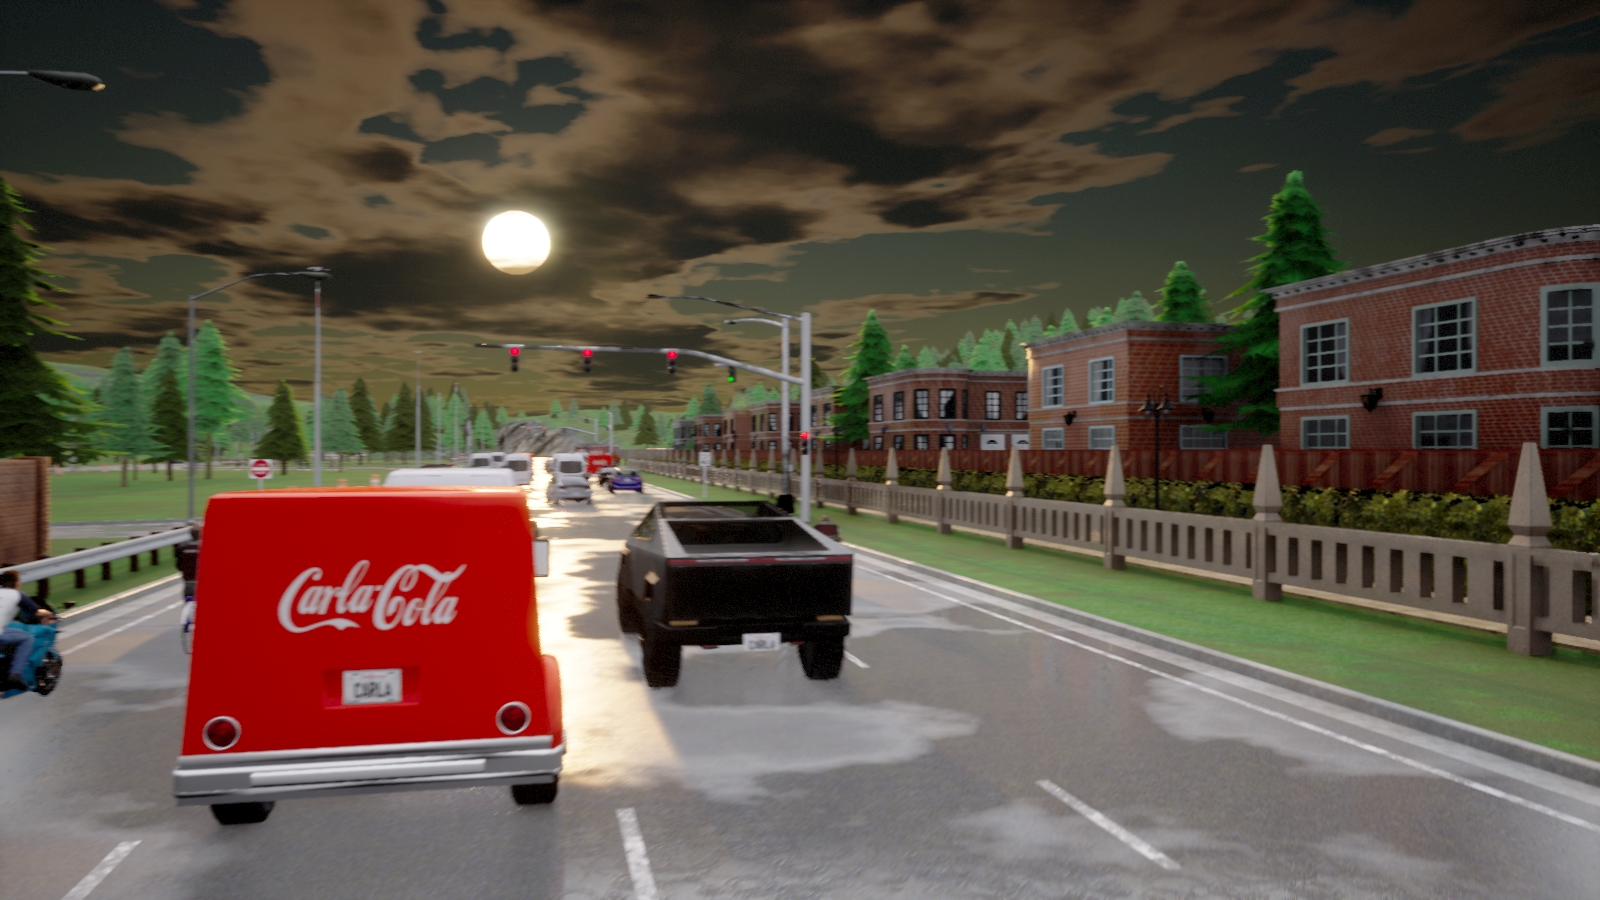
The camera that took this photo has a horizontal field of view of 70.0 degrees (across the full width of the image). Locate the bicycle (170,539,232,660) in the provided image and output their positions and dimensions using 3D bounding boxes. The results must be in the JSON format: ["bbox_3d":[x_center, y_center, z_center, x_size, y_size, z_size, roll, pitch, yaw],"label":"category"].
[{"bbox_3d":[-8.450,2.067,16.161,0.329,1.471,1.835,0,0,-13],"label":"bicycle"}]

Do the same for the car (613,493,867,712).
[{"bbox_3d":[-1.125,1.764,15.585,2.390,2.098,6.274,0,0,-13],"label":"car"}]

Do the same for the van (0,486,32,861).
[{"bbox_3d":[-5.893,1.535,5.215,1.988,2.561,5.915,0,0,-13],"label":"van"}]

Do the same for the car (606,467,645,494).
[{"bbox_3d":[-11.611,2.012,75.819,2.242,1.667,4.611,0,0,-13],"label":"car"}]

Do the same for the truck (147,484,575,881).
[{"bbox_3d":[-3.417,1.548,10.025,2.627,2.467,5.204,0,-2,-13],"label":"truck"}]

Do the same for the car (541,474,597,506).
[{"bbox_3d":[-12.196,2.068,60.035,2.097,1.535,5.006,0,0,-21],"label":"car"}]

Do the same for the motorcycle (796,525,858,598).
[{"bbox_3d":[0.519,2.222,23.205,0.867,1.251,2.209,0,0,-9],"label":"motorcycle"}]

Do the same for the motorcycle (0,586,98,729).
[{"bbox_3d":[-8.491,2.192,12.233,0.803,1.199,2.033,0,1,-4],"label":"motorcycle"}]
